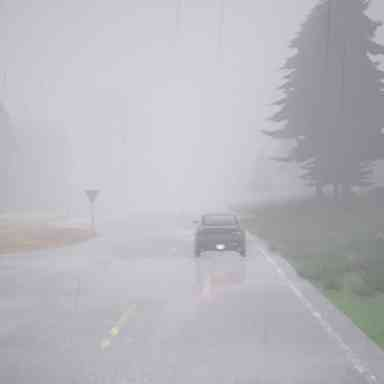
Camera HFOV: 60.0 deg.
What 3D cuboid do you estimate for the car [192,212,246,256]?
[{"bbox_3d":[1.091,1.565,13.391,1.837,1.490,4.892,-1,0,4],"label":"car"}]

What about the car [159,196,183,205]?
[{"bbox_3d":[-4.563,1.962,67.846,4.181,1.381,1.994,-1,0,3],"label":"car"}]
